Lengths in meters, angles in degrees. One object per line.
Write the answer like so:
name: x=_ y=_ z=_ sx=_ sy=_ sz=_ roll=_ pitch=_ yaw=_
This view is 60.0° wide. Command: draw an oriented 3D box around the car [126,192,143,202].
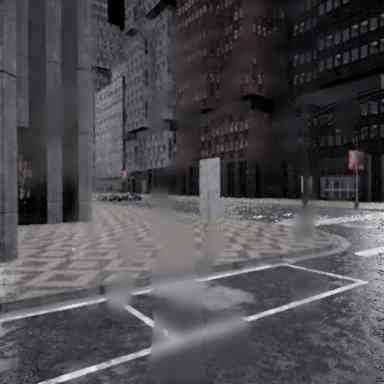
car: x=-9.555 y=0.741 z=51.285 sx=2.033 sy=1.411 sz=5.357 roll=-1 pitch=1 yaw=-35

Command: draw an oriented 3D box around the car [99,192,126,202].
car: x=-12.193 y=0.768 z=49.386 sx=2.033 sy=1.411 sz=5.357 roll=-1 pitch=1 yaw=-35
